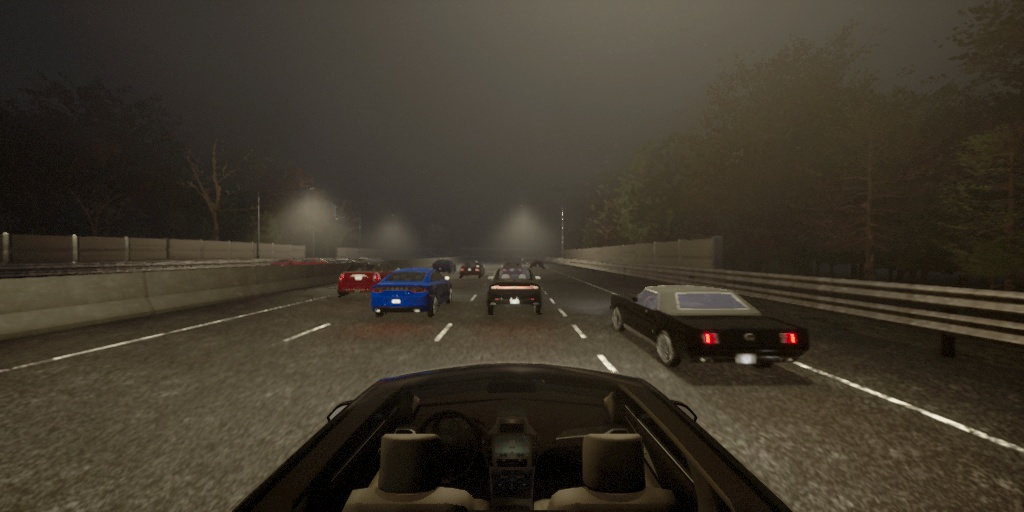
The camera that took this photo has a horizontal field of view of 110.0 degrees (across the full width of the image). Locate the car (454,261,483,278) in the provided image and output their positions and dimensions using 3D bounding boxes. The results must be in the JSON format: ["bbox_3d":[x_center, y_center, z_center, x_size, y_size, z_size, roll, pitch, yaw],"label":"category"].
[{"bbox_3d":[-3.453,1.155,31.650,2.033,1.411,5.357,0,0,0],"label":"car"}]

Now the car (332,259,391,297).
[{"bbox_3d":[-6.926,1.021,18.290,2.097,1.767,4.553,0,0,0],"label":"car"}]

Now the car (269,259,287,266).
[{"bbox_3d":[-28.142,1.078,44.657,1.812,1.442,4.674,0,0,0],"label":"car"}]

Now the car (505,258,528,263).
[{"bbox_3d":[0.048,1.155,31.663,2.033,1.411,5.357,0,0,0],"label":"car"}]

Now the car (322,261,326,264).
[{"bbox_3d":[-21.150,1.078,44.614,1.812,1.442,4.674,0,0,0],"label":"car"}]

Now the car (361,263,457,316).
[{"bbox_3d":[-3.417,1.171,13.026,1.882,1.535,5.008,0,0,0],"label":"car"}]

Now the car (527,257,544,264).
[{"bbox_3d":[3.420,1.019,50.381,1.812,1.442,4.674,0,0,0],"label":"car"}]

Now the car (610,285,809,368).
[{"bbox_3d":[3.611,1.285,7.761,1.895,1.301,4.718,0,0,0],"label":"car"}]

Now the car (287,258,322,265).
[{"bbox_3d":[-24.654,1.033,43.841,1.882,1.535,5.008,0,0,0],"label":"car"}]

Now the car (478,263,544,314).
[{"bbox_3d":[0.082,1.183,13.457,2.128,1.511,4.902,0,0,0],"label":"car"}]

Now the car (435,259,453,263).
[{"bbox_3d":[-6.955,1.061,37.055,1.882,1.535,5.008,0,0,0],"label":"car"}]
